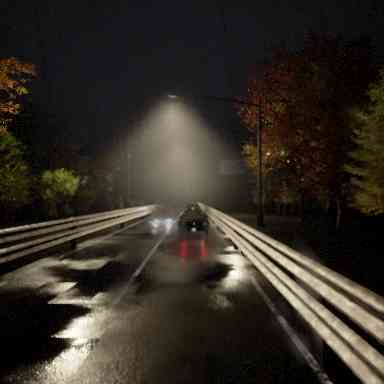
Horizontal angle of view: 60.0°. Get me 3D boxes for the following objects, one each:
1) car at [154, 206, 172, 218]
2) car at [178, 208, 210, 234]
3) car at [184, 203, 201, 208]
[{"bbox_3d":[-3.327,2.313,38.664,1.895,1.301,4.718,0,-1,0],"label":"car"},{"bbox_3d":[0.110,1.947,21.642,1.895,1.301,4.718,0,-1,0],"label":"car"},{"bbox_3d":[0.120,2.143,42.317,2.097,1.767,4.553,0,-1,0],"label":"car"}]
